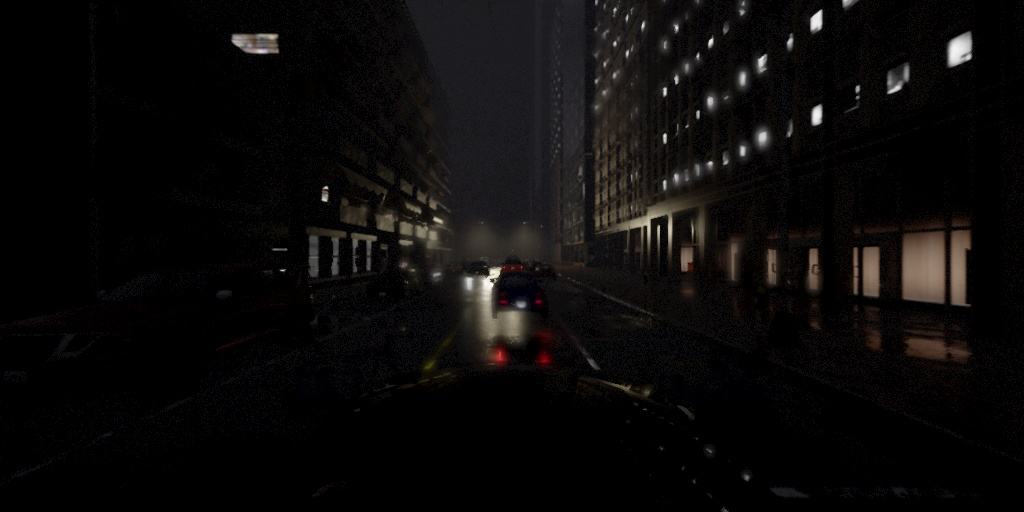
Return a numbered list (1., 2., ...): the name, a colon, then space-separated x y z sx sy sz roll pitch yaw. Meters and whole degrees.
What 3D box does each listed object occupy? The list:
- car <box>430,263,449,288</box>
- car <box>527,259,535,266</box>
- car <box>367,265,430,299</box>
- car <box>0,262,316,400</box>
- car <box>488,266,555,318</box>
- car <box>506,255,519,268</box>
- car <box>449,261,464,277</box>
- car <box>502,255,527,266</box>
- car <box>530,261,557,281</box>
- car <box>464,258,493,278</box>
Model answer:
1. car: -5.695 1.273 23.570 2.007 1.370 4.403 0 0 0
2. car: 2.682 1.273 40.517 1.948 1.339 4.313 0 0 0
3. car: -5.694 1.294 17.922 1.948 1.339 4.313 0 0 0
4. car: -5.693 1.058 6.625 2.192 1.841 5.009 0 0 0
5. car: 0.190 1.261 12.812 1.812 1.442 4.674 0 0 -2
6. car: 0.087 0.916 60.706 2.150 2.045 5.566 0 0 0
7. car: -5.698 1.237 34.697 1.751 1.417 4.829 0 0 0
8. car: 0.091 1.064 33.783 2.097 1.767 4.553 0 0 0
9. car: 2.683 1.298 29.220 1.802 1.307 4.207 0 0 0
10. car: -3.093 1.217 34.074 1.837 1.490 4.892 0 0 0
